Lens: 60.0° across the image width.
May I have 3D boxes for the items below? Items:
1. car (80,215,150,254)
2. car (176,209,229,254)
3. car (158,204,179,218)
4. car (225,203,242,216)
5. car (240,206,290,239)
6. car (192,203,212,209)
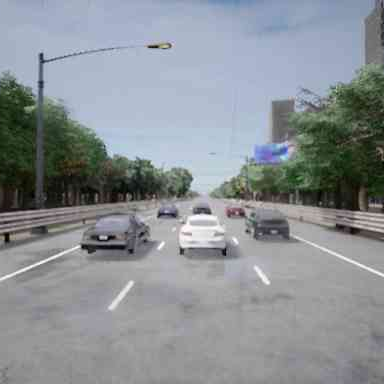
[{"bbox_3d":[-3.042,1.676,14.182,2.033,1.411,5.357,0,-1,2],"label":"car"},{"bbox_3d":[0.460,1.677,14.060,1.812,1.442,4.674,0,-1,2],"label":"car"},{"bbox_3d":[-2.458,1.931,35.076,1.994,1.385,4.181,0,-1,2],"label":"car"},{"bbox_3d":[4.555,1.945,35.448,1.812,1.442,4.674,0,-1,2],"label":"car"},{"bbox_3d":[4.089,1.730,18.656,1.837,1.490,4.892,0,-1,2],"label":"car"},{"bbox_3d":[1.033,1.890,34.628,1.837,1.490,4.892,0,-1,2],"label":"car"}]
